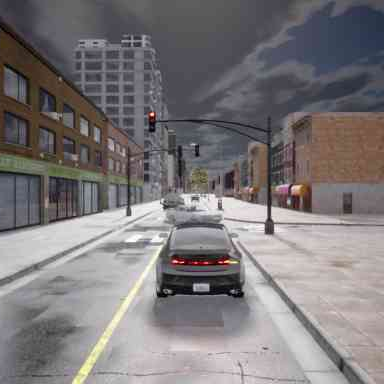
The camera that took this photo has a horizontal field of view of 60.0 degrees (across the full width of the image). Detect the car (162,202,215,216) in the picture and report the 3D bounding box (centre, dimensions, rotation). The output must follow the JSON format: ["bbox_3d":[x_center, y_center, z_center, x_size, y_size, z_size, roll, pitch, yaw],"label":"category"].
[{"bbox_3d":[0.050,1.614,23.428,1.895,1.301,4.718,1,0,-35],"label":"car"}]

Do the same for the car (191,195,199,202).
[{"bbox_3d":[0.740,1.466,75.138,1.837,1.490,4.892,0,0,1],"label":"car"}]

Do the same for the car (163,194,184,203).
[{"bbox_3d":[-2.441,1.220,42.205,2.150,2.045,5.566,0,0,1],"label":"car"}]

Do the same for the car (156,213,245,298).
[{"bbox_3d":[0.176,1.505,8.526,1.837,1.490,4.892,0,0,0],"label":"car"}]

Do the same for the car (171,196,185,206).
[{"bbox_3d":[-2.291,1.480,56.154,2.128,1.511,4.902,0,0,1],"label":"car"}]
